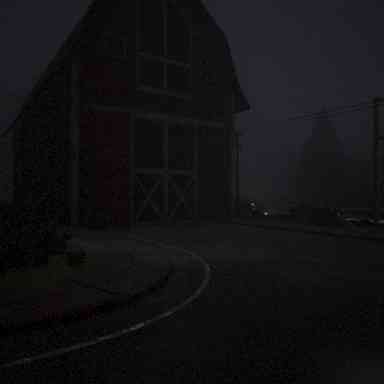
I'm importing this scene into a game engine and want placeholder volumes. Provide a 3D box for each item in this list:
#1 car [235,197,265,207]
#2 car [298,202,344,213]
[{"bbox_3d":[6.142,1.379,37.624,2.097,1.767,4.553,0,0,-34],"label":"car"},{"bbox_3d":[11.246,1.627,30.182,1.895,1.301,4.718,0,0,-34],"label":"car"}]
